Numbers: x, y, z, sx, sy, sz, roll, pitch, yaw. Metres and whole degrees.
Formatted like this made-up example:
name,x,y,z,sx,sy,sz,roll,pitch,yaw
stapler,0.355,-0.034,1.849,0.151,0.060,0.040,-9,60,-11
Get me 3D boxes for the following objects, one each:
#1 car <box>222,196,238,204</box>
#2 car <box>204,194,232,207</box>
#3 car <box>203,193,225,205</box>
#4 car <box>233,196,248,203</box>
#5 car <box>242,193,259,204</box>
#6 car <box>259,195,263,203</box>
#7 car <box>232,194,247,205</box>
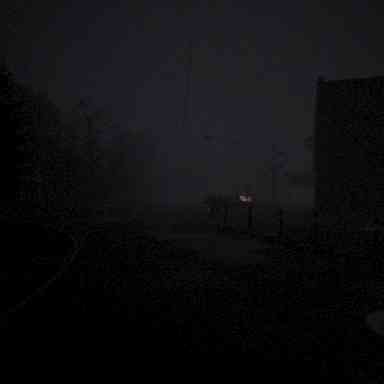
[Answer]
name,x,y,z,sx,sy,sz,roll,pitch,yaw
car,7.066,1.515,61.804,1.994,1.385,4.181,1,-1,21
car,3.354,1.155,42.068,1.837,1.490,4.892,1,-1,19
car,3.456,1.126,52.210,2.097,1.767,4.553,1,-1,21
car,10.434,1.487,70.641,2.033,1.411,5.357,1,-1,21
car,10.268,1.220,61.067,2.150,2.045,5.566,1,-1,21
car,13.611,1.366,69.847,2.097,1.767,4.553,1,-1,21
car,6.705,1.389,51.693,1.994,1.385,4.181,1,-1,21
